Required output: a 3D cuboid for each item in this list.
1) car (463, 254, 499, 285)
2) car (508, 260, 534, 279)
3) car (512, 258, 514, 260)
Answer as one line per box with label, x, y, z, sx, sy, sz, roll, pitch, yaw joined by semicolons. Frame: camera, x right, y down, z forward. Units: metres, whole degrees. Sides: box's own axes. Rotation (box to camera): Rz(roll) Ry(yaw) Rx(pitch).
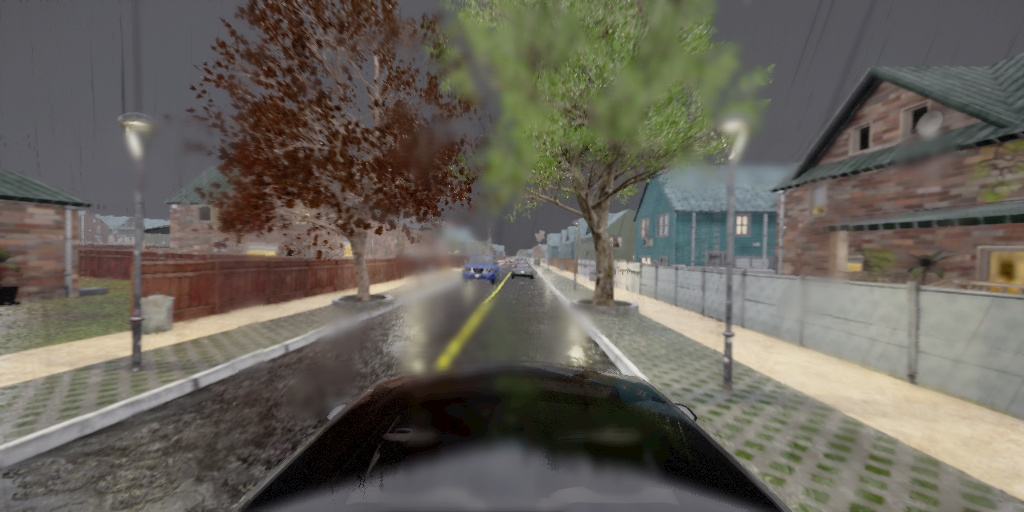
car;-2.117;0.916;26.183;2.150;2.045;5.566;1;0;2
car;0.950;1.307;32.153;1.994;1.385;4.181;1;0;2
car;1.330;1.229;45.266;2.128;1.511;4.902;1;0;2
